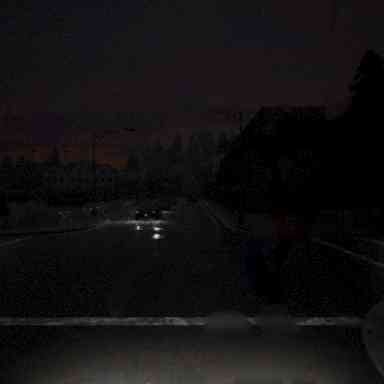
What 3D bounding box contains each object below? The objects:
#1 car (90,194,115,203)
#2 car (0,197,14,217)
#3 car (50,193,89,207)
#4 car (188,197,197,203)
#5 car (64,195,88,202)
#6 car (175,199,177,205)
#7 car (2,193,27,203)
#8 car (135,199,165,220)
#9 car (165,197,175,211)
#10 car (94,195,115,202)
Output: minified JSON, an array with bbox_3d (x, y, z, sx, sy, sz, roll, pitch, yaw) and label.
[{"bbox_3d":[-17.639,1.188,62.008,5.027,1.636,2.152,0,0,0],"label":"car"},{"bbox_3d":[-17.374,1.397,27.725,3.633,1.501,1.845,0,0,0],"label":"car"},{"bbox_3d":[-17.231,1.127,46.308,4.605,1.855,1.932,0,0,0],"label":"car"},{"bbox_3d":[0.128,1.622,69.146,1.895,1.301,4.718,0,0,0],"label":"car"},{"bbox_3d":[-25.009,1.335,72.091,4.514,1.523,2.007,0,0,0],"label":"car"},{"bbox_3d":[-3.541,1.564,55.044,2.033,1.411,5.357,0,0,0],"label":"car"},{"bbox_3d":[-35.022,1.132,65.152,4.605,1.855,1.932,0,0,0],"label":"car"},{"bbox_3d":[-3.590,1.534,28.213,1.812,1.442,4.674,0,0,0],"label":"car"},{"bbox_3d":[-3.575,1.559,40.938,2.033,1.411,5.357,0,0,0],"label":"car"},{"bbox_3d":[-17.961,1.268,68.426,3.806,1.475,1.970,0,0,0],"label":"car"}]
